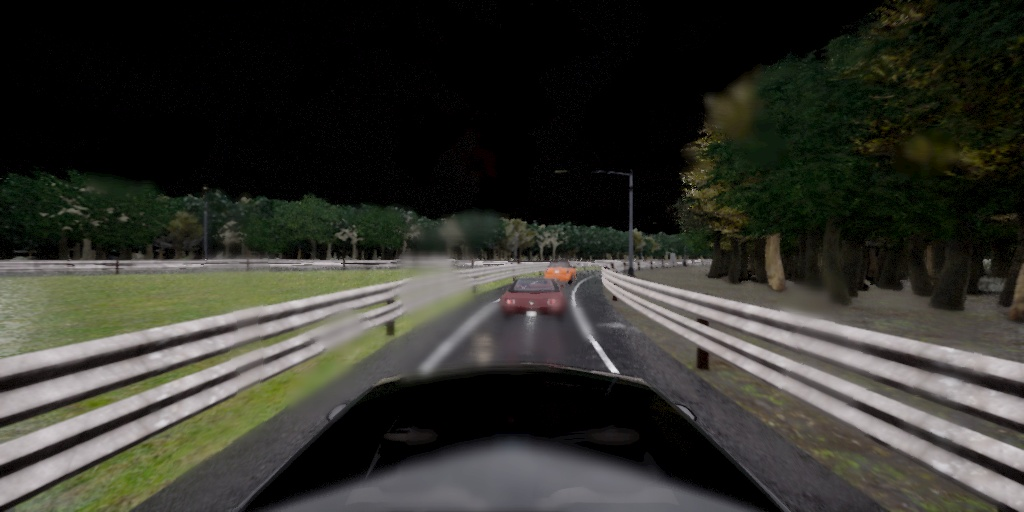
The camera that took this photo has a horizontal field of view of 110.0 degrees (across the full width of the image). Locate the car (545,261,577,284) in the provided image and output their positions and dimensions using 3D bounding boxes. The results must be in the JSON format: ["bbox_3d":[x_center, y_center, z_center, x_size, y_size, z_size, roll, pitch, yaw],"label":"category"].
[{"bbox_3d":[3.927,1.197,28.432,2.097,1.767,4.553,0,0,15],"label":"car"}]

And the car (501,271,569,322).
[{"bbox_3d":[0.854,1.385,12.541,1.895,1.301,4.718,0,0,7],"label":"car"}]
